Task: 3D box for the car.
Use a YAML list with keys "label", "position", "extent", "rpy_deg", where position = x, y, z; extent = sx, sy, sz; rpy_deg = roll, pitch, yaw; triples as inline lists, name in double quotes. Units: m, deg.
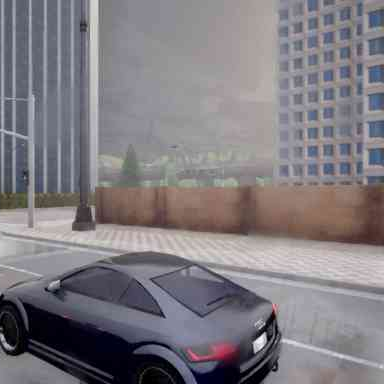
- label: "car"
  position: [-0.930, 1.564, 4.665]
  extent: [4.181, 1.385, 1.994]
  rpy_deg: [0, 0, 35]
